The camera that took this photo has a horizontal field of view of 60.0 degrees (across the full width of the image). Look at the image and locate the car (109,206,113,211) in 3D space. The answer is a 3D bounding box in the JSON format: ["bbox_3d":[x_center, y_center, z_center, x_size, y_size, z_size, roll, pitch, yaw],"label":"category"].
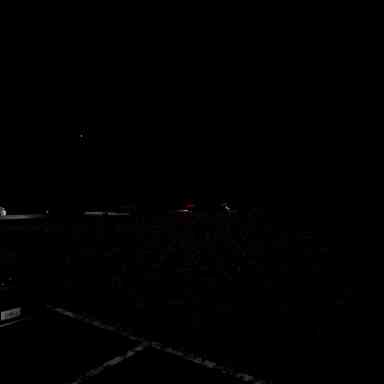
[{"bbox_3d":[-10.107,2.304,50.060,1.895,1.301,4.718,0,-1,36],"label":"car"}]

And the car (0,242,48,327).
[{"bbox_3d":[-4.418,1.553,6.157,4.403,1.369,2.008,0,0,36],"label":"car"}]

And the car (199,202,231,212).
[{"bbox_3d":[3.616,2.372,52.128,1.837,1.490,4.892,0,-1,36],"label":"car"}]

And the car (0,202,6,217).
[{"bbox_3d":[-21.917,1.829,33.805,1.837,1.490,4.892,0,-1,36],"label":"car"}]

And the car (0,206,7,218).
[{"bbox_3d":[-19.889,1.823,31.034,1.812,1.442,4.674,0,-1,36],"label":"car"}]

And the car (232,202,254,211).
[{"bbox_3d":[9.656,2.629,60.535,1.994,1.385,4.181,0,-1,36],"label":"car"}]

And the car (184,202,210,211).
[{"bbox_3d":[0.969,2.571,59.633,2.033,1.411,5.357,0,-1,36],"label":"car"}]

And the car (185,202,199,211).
[{"bbox_3d":[1.141,2.371,54.253,2.128,1.511,4.902,0,-1,37],"label":"car"}]

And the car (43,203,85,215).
[{"bbox_3d":[-16.033,2.112,41.910,1.895,1.301,4.718,0,-1,36],"label":"car"}]

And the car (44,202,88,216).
[{"bbox_3d":[-14.466,1.962,38.538,2.128,1.511,4.902,0,-1,36],"label":"car"}]

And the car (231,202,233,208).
[{"bbox_3d":[7.026,2.563,62.445,2.128,1.511,4.902,0,-1,36],"label":"car"}]

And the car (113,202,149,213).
[{"bbox_3d":[-8.298,2.147,47.019,1.882,1.535,5.008,0,-1,36],"label":"car"}]
